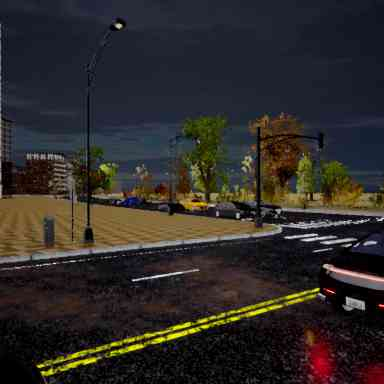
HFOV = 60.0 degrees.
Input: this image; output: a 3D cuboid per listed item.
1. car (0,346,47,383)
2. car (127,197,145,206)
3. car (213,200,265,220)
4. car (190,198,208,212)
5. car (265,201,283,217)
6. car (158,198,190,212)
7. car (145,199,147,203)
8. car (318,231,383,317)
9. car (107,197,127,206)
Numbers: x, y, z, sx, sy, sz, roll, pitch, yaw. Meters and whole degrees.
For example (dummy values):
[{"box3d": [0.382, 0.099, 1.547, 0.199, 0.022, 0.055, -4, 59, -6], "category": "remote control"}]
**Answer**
[{"box3d": [-3.082, 1.492, 1.210, 4.902, 1.511, 2.128, 0, 0, -35], "category": "car"}, {"box3d": [-10.673, 1.595, 59.714, 1.882, 1.535, 5.008, 0, 0, -30], "category": "car"}, {"box3d": [3.787, 1.565, 29.241, 1.837, 1.490, 4.892, 0, 0, -32], "category": "car"}, {"box3d": [0.116, 1.555, 41.379, 1.882, 1.535, 5.008, 0, 1, -31], "category": "car"}, {"box3d": [6.334, 1.541, 31.300, 2.128, 1.511, 4.902, 0, 0, -32], "category": "car"}, {"box3d": [-2.447, 1.650, 39.347, 1.994, 1.385, 4.181, 0, 0, -31], "category": "car"}, {"box3d": [-10.825, 1.662, 66.840, 2.033, 1.411, 5.357, 0, 0, -29], "category": "car"}, {"box3d": [4.502, 1.491, 6.453, 4.902, 1.511, 2.128, 0, 0, -34], "category": "car"}, {"box3d": [-13.571, 1.622, 58.235, 2.128, 1.511, 4.902, 0, 0, -30], "category": "car"}]
